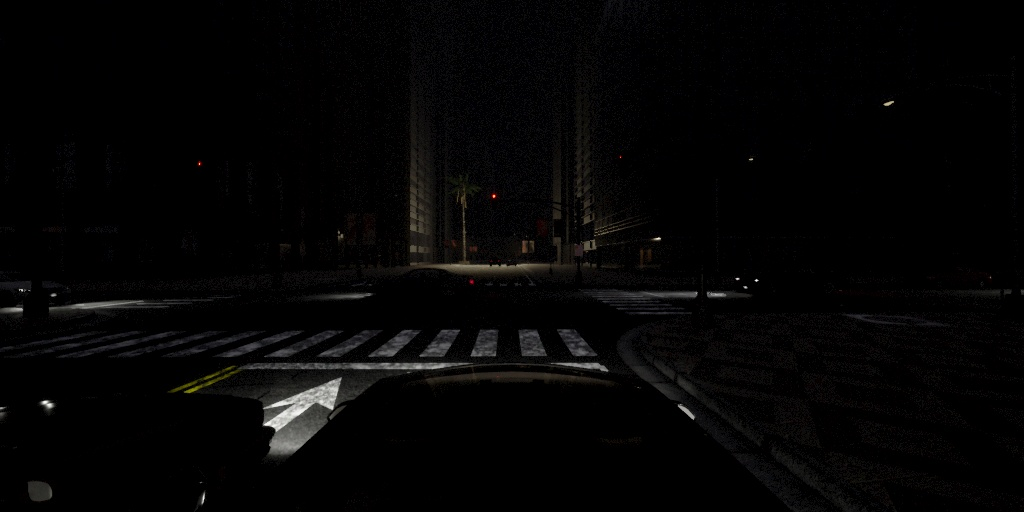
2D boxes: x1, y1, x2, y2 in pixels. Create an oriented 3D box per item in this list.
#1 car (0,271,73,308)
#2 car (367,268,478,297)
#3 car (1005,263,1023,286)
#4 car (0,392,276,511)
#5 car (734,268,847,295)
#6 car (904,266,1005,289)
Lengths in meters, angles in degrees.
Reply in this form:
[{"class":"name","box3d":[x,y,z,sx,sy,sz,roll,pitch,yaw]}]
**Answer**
[{"class":"car","box3d":[-21.382,1.354,14.938,4.674,1.442,1.812,0,0,1]},{"class":"car","box3d":[-4.460,1.316,18.356,5.357,1.411,2.033,0,0,-2]},{"class":"car","box3d":[32.059,1.117,21.832,4.097,1.591,1.967,0,0,-1]},{"class":"car","box3d":[-3.175,1.297,0.720,2.033,1.411,5.357,0,0,4]},{"class":"car","box3d":[14.419,1.310,18.767,4.718,1.301,1.895,0,0,-1]},{"class":"car","box3d":[26.421,1.275,21.732,4.207,1.307,1.802,0,0,-1]}]
